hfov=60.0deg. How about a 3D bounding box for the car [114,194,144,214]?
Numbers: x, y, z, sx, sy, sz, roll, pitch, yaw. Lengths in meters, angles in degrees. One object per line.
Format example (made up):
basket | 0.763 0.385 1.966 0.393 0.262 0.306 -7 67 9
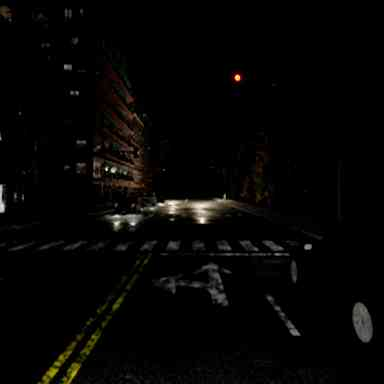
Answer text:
car | -6.513 1.294 33.904 2.097 1.767 4.553 0 0 0

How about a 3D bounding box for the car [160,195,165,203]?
car | -6.374 1.392 65.101 2.128 1.511 4.902 0 1 1

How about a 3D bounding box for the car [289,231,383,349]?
car | 3.366 1.466 6.274 1.882 1.535 5.008 0 0 -1

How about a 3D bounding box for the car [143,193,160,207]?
car | -6.466 1.144 49.241 2.150 2.045 5.566 0 0 0
